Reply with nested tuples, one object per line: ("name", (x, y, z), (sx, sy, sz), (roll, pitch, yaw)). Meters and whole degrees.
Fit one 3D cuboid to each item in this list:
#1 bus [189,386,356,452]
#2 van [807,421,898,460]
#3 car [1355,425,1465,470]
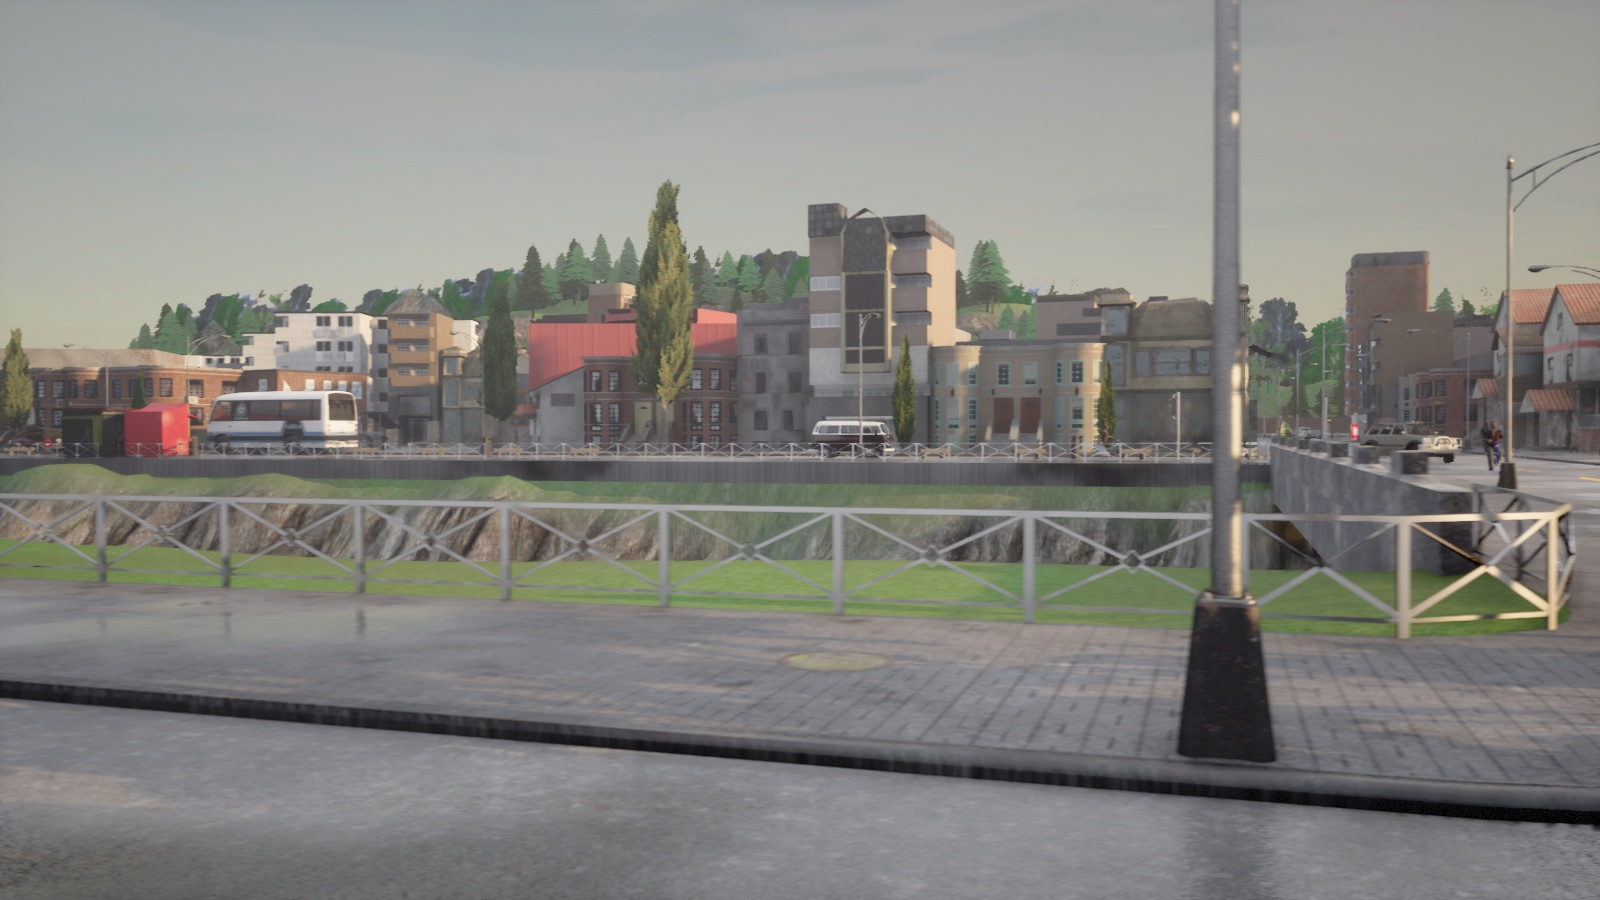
("bus", (-35.478, -2.044, 84.500), (10.273, 4.253, 3.944), (1, 1, 18))
("van", (2.838, -0.531, 67.747), (4.480, 2.038, 2.069), (1, 1, 18))
("car", (26.761, -0.148, 55.284), (1.932, 1.855, 4.605), (1, 1, -11))
